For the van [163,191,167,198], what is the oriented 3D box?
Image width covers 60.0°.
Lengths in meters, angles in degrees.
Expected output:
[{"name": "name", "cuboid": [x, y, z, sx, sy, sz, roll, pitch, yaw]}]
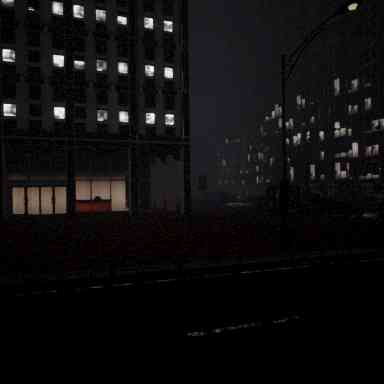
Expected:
[{"name": "van", "cuboid": [-6.208, 0.687, 82.814, 1.690, 1.788, 3.998, 0, 1, -20]}]

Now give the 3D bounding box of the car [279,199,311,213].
[{"name": "car", "cuboid": [11.016, 1.399, 34.654, 1.802, 1.307, 4.206, 0, 1, -20]}]

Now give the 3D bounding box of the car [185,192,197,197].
[{"name": "car", "cuboid": [-0.249, 0.709, 91.001, 2.008, 1.369, 4.403, 0, 1, -20]}]

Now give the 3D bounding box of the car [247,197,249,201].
[{"name": "car", "cuboid": [11.304, 1.059, 58.916, 1.802, 1.307, 4.206, 0, 1, -20]}]

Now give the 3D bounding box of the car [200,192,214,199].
[{"name": "car", "cuboid": [3.601, 0.705, 80.305, 1.967, 1.590, 4.097, 0, 1, -20]}]

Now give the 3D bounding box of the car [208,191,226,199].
[{"name": "car", "cuboid": [5.527, 0.633, 74.956, 2.192, 1.841, 5.009, 0, 1, -20]}]

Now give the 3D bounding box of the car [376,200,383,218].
[{"name": "car", "cuboid": [16.937, 1.216, 26.053, 2.097, 1.767, 4.553, -1, 1, -19]}]

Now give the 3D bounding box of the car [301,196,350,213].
[{"name": "car", "cuboid": [13.816, 1.259, 34.820, 1.882, 1.535, 5.008, -1, 1, -20]}]

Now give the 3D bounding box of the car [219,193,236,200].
[{"name": "car", "cuboid": [7.453, 0.953, 69.612, 1.802, 1.307, 4.206, 0, 1, -20]}]

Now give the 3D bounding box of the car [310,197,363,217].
[{"name": "car", "cuboid": [12.925, 1.434, 29.298, 1.947, 1.339, 4.313, 0, 1, -20]}]

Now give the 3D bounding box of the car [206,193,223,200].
[{"name": "car", "cuboid": [4.692, 0.930, 69.612, 1.812, 1.442, 4.674, -1, 1, -20]}]

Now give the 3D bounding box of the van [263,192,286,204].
[{"name": "van", "cuboid": [13.228, 0.870, 53.566, 1.690, 1.788, 3.998, 0, 1, -20]}]

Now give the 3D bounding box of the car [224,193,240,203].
[{"name": "car", "cuboid": [6.240, 0.929, 56.042, 2.097, 1.767, 4.553, -1, 1, -19]}]

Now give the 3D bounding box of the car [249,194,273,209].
[{"name": "car", "cuboid": [9.145, 1.331, 40.020, 1.947, 1.339, 4.313, 0, 1, -20]}]

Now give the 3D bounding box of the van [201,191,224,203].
[{"name": "van", "cuboid": [3.419, 0.951, 56.076, 1.690, 1.788, 3.998, 0, 1, -20]}]

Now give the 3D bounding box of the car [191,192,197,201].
[{"name": "car", "cuboid": [-0.432, 1.056, 66.774, 2.008, 1.369, 4.403, 0, 1, -20]}]
